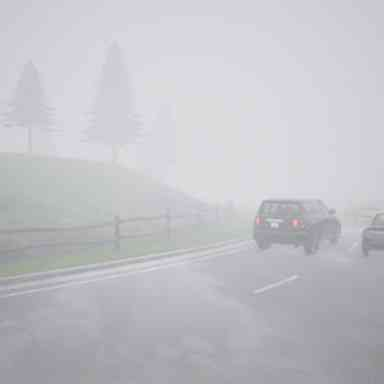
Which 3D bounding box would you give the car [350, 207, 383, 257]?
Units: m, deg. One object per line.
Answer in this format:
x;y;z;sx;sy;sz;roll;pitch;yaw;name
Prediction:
7.649;1.528;12.449;2.128;1.511;4.902;0;0;36;car

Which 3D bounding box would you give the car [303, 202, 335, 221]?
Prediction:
11.226;1.669;29.677;1.994;1.385;4.181;0;0;12;car

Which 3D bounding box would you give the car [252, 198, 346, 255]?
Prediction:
4.526;1.272;13.917;2.150;2.045;5.566;0;0;37;car

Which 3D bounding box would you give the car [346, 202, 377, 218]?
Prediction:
14.614;1.569;28.703;1.882;1.535;5.008;0;0;12;car
